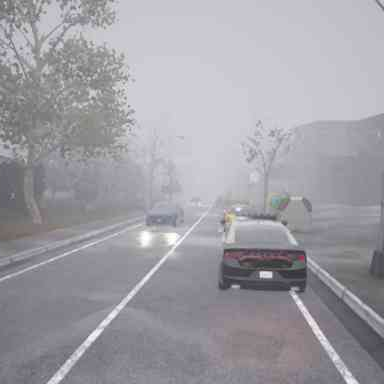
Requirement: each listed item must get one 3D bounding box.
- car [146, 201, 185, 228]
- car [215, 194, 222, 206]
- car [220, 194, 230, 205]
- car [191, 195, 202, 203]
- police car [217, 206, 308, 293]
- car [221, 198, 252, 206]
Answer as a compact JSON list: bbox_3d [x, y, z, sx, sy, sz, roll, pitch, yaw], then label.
[{"bbox_3d":[-1.640,1.358,21.629,1.882,1.535,5.008,1,0,6],"label":"car"},{"bbox_3d":[4.479,1.132,48.082,2.097,1.767,4.553,0,0,3],"label":"car"},{"bbox_3d":[3.384,1.260,24.929,2.097,1.767,4.553,1,0,6],"label":"car"},{"bbox_3d":[0.785,1.277,62.599,1.994,1.385,4.181,0,0,-2],"label":"car"},{"bbox_3d":[1.719,1.408,9.083,1.930,1.638,5.238,1,0,6],"label":"police car"},{"bbox_3d":[2.777,1.392,19.154,1.801,1.575,5.366,1,0,6],"label":"car"}]
